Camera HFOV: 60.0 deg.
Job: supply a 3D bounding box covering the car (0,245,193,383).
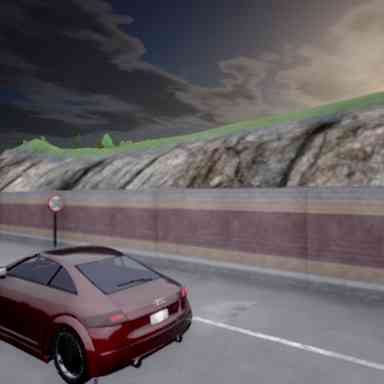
[{"bbox_3d":[-2.056,1.596,5.480,4.181,1.385,1.994,0,0,35],"label":"car"}]
